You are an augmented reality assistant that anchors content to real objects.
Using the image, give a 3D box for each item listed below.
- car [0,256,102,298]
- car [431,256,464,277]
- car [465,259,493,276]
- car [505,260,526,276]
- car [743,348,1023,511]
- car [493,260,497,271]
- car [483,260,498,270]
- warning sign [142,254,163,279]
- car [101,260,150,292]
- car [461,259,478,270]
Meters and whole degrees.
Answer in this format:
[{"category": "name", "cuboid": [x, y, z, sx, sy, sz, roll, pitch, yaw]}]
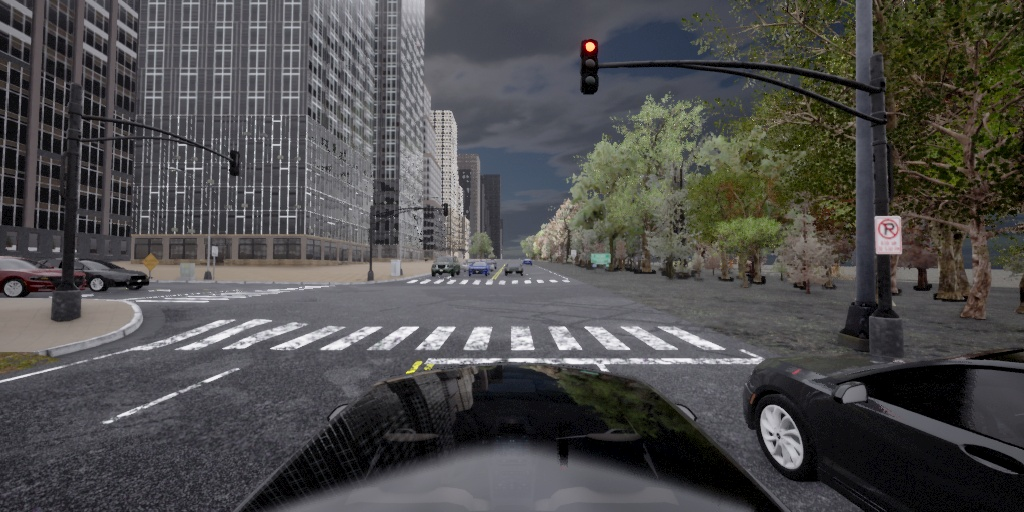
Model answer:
[{"category": "car", "cuboid": [-19.372, 0.746, 13.611, 5.008, 1.535, 1.882, 1, -2, -3]}, {"category": "car", "cuboid": [-6.595, 0.995, 36.238, 2.150, 2.045, 5.566, 0, 0, 0]}, {"category": "car", "cuboid": [-3.339, 1.252, 37.094, 1.882, 1.535, 5.008, 0, 0, 0]}, {"category": "car", "cuboid": [0.157, 1.376, 38.328, 1.895, 1.301, 4.718, 0, 0, -1]}, {"category": "car", "cuboid": [3.348, 1.248, 1.803, 1.837, 1.490, 4.892, -1, 0, 0]}, {"category": "car", "cuboid": [-3.342, 1.381, 46.419, 1.895, 1.301, 4.718, 0, 0, 0]}, {"category": "car", "cuboid": [-3.334, 1.335, 56.633, 2.033, 1.411, 5.357, 0, 0, 0]}, {"category": "warning sign", "cuboid": [-26.156, 0.734, 25.896, 1.060, 1.860, 1.300, 0, 0, -4]}, {"category": "car", "cuboid": [-20.052, 0.881, 16.826, 4.892, 1.490, 1.837, 1, -2, -4]}, {"category": "car", "cuboid": [-6.578, 1.279, 56.382, 2.128, 1.511, 4.902, 0, 0, 0]}]
